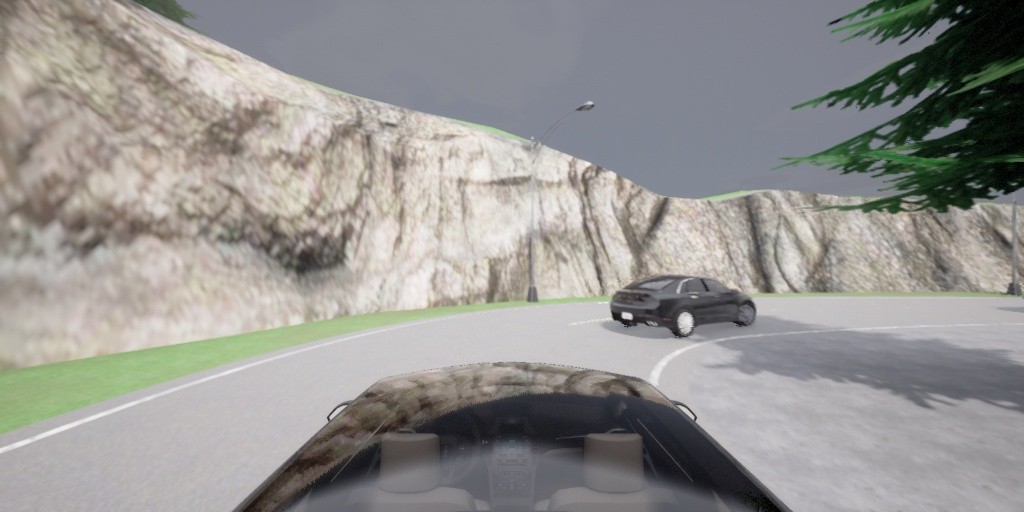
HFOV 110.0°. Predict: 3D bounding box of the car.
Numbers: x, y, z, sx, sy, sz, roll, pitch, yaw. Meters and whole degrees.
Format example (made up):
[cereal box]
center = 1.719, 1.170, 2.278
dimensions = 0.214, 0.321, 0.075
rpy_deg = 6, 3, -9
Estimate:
[car]
center = 4.999, 1.295, 10.292
dimensions = 4.892, 1.490, 1.837
rpy_deg = 1, -2, -30
